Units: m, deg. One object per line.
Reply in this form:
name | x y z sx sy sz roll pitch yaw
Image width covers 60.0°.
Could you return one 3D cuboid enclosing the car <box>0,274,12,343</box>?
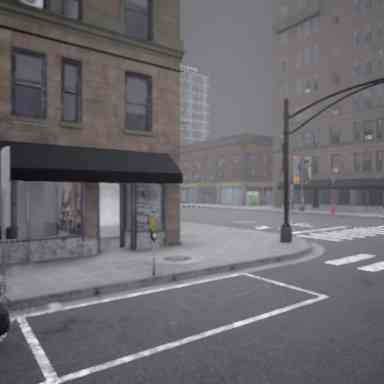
car | -4.452 1.550 3.587 4.403 1.369 2.008 0 0 -36
